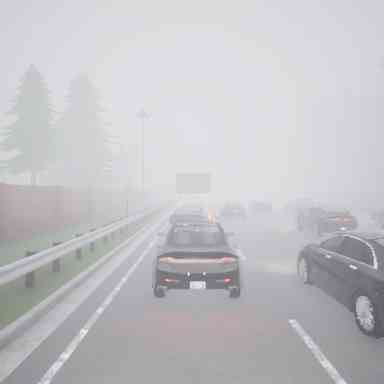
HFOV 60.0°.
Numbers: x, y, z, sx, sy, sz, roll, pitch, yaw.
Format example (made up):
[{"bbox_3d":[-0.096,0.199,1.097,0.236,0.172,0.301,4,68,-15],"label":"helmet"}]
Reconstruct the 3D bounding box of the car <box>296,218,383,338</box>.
[{"bbox_3d":[3.605,1.508,6.586,1.837,1.490,4.892,0,0,0],"label":"car"}]

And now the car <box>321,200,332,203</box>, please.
[{"bbox_3d":[14.138,1.583,35.953,1.994,1.385,4.181,0,0,0],"label":"car"}]

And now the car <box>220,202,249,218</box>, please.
[{"bbox_3d":[3.630,1.580,30.170,1.994,1.385,4.181,0,0,0],"label":"car"}]

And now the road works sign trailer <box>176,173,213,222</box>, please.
[{"bbox_3d":[0.081,0.476,22.888,2.380,3.560,2.880,0,0,0],"label":"road works sign trailer"}]

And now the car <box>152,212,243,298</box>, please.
[{"bbox_3d":[0.109,1.496,8.524,2.128,1.511,4.902,0,0,0],"label":"car"}]

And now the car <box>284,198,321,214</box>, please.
[{"bbox_3d":[10.634,1.369,32.959,2.097,1.767,4.553,0,0,0],"label":"car"}]

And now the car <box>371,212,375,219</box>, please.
[{"bbox_3d":[14.121,1.559,22.131,2.033,1.411,5.357,0,0,0],"label":"car"}]

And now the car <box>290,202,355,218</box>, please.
[{"bbox_3d":[7.119,1.511,18.064,1.837,1.490,4.892,0,-1,0],"label":"car"}]

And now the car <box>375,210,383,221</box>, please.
[{"bbox_3d":[10.612,1.533,15.088,1.812,1.442,4.674,0,0,0],"label":"car"}]

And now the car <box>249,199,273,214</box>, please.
[{"bbox_3d":[7.135,1.496,35.157,1.882,1.535,5.008,0,0,0],"label":"car"}]

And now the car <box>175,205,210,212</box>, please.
[{"bbox_3d":[-0.047,1.484,18.971,1.882,1.535,5.008,0,0,6],"label":"car"}]
